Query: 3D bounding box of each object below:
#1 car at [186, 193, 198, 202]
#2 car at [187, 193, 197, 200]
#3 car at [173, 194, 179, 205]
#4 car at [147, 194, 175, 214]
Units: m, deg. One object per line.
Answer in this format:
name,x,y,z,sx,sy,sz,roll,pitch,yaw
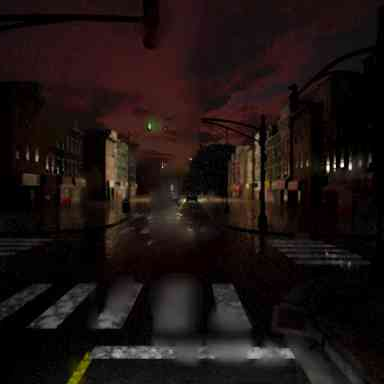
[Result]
car,-0.013,0.944,55.491,1.837,1.490,4.892,0,1,0
car,-0.015,0.909,65.908,1.994,1.385,4.181,0,1,0
car,-2.843,1.002,47.685,2.128,1.511,4.902,0,0,0
car,-2.855,1.203,30.584,1.812,1.442,4.674,0,1,0
